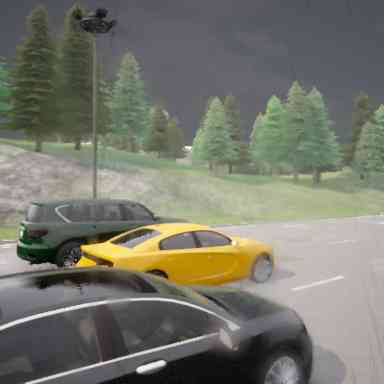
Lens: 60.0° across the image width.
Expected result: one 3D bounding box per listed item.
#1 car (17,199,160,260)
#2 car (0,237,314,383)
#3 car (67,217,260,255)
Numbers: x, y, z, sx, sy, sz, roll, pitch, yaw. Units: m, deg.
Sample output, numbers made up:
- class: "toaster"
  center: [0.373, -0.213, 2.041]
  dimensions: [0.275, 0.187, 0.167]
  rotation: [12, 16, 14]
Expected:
- class: "car"
  center: [-2.444, 1.231, 10.601]
  dimensions: [5.566, 2.045, 2.150]
  rotation: [0, 0, -35]
- class: "car"
  center: [-0.841, 1.507, 3.149]
  dimensions: [4.892, 1.490, 1.837]
  rotation: [0, 0, -36]
- class: "car"
  center: [-0.107, 1.488, 7.971]
  dimensions: [5.008, 1.535, 1.882]
  rotation: [0, 0, -36]
